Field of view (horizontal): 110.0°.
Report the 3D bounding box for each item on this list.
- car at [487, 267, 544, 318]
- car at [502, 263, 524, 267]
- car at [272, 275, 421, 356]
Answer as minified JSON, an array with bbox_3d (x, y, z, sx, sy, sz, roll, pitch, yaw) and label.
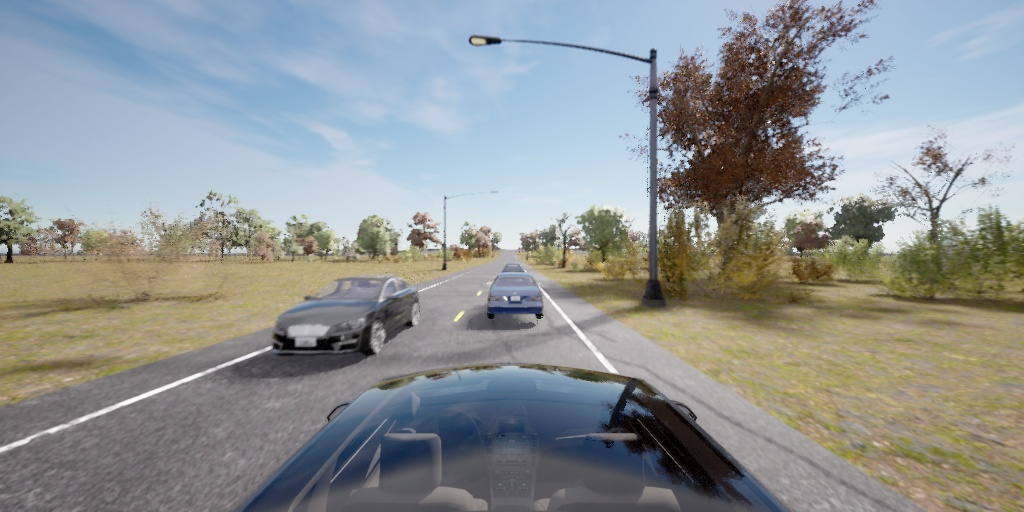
[{"bbox_3d":[0.099,1.297,13.020,2.033,1.411,5.357,0,0,0],"label":"car"},{"bbox_3d":[0.098,1.310,31.220,1.994,1.385,4.181,0,0,0],"label":"car"},{"bbox_3d":[-3.599,1.241,8.706,2.128,1.511,4.902,0,0,0],"label":"car"}]
